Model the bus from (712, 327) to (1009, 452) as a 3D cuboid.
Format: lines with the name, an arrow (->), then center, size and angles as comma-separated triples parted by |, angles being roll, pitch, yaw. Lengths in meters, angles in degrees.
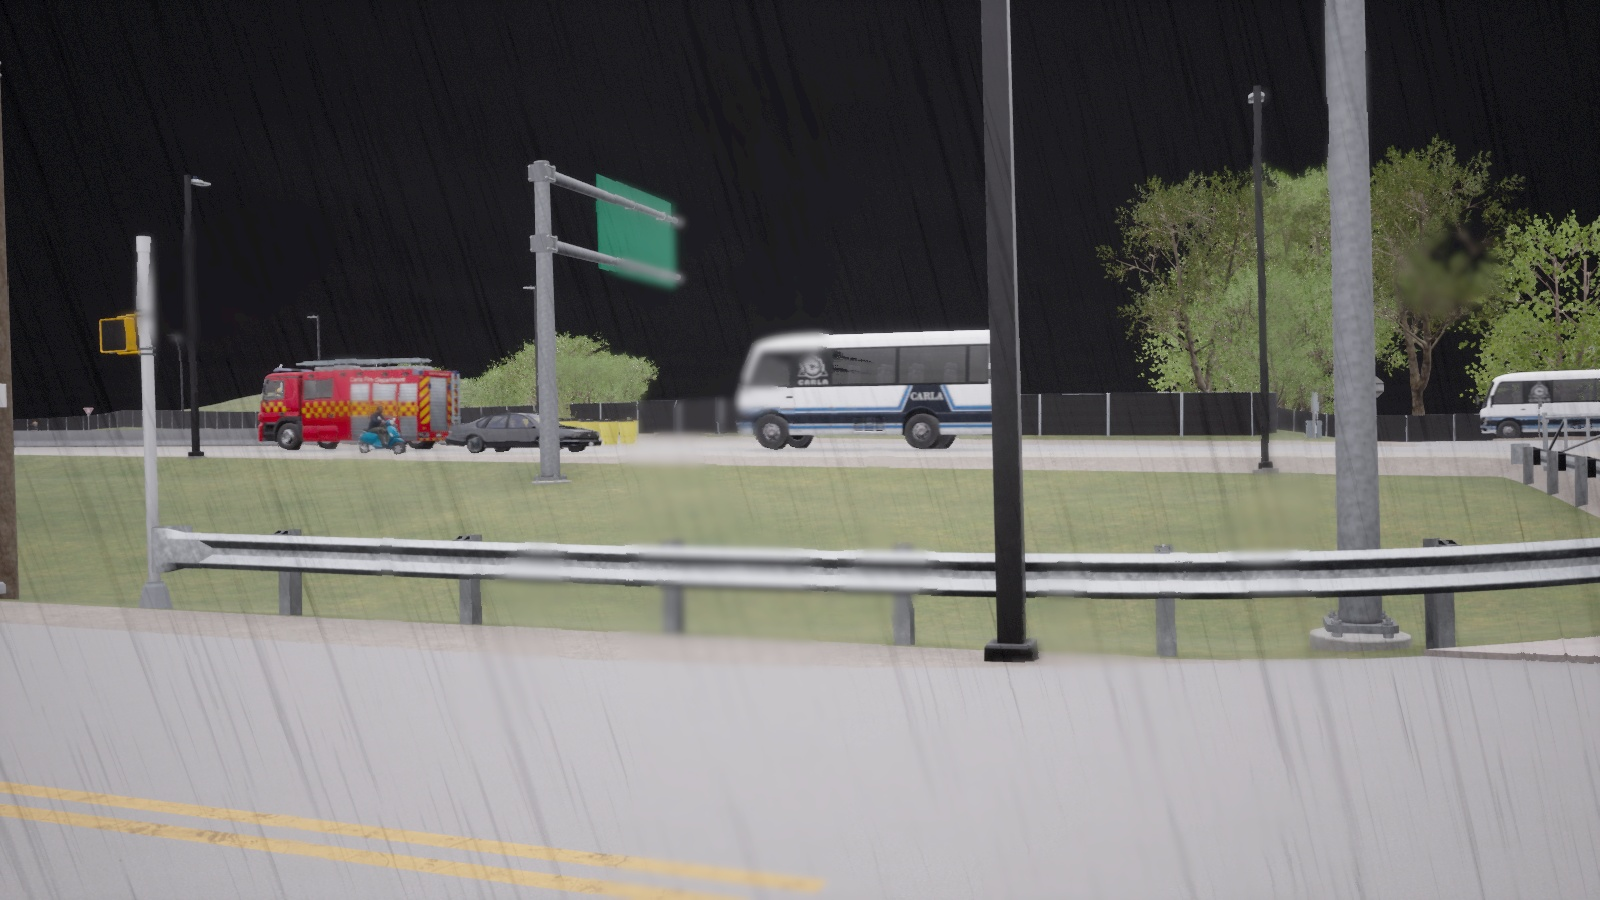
bus -> 2.240, -2.121, 46.489 | 10.273, 4.253, 3.944 | 0, 1, 20

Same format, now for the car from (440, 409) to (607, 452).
car -> -9.515, -0.660, 43.223 | 5.357, 1.411, 2.033 | 0, 1, 19

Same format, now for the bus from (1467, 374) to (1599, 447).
bus -> 46.601, -2.342, 76.682 | 10.273, 4.253, 3.944 | 0, 0, 26

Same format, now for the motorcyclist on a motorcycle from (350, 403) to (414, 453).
motorcyclist on a motorcycle -> -13.627, -0.724, 40.958 | 1.817, 1.590, 0.866 | 0, 1, 19

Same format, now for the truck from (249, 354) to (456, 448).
truck -> -19.273, -2.045, 54.058 | 8.468, 3.827, 2.891 | 0, 1, 19
